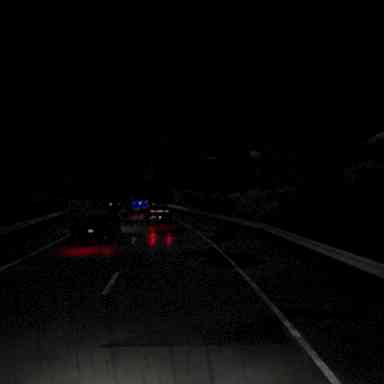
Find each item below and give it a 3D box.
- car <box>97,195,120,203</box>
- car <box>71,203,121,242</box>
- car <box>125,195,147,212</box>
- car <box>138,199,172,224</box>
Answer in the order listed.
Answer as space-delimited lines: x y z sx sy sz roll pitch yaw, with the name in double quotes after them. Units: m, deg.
-8.753 1.327 35.124 2.150 2.045 5.566 0 0 -17 "car"
-4.690 1.529 16.751 1.882 1.535 5.008 0 0 -7 "car"
-6.681 1.339 39.923 2.150 2.045 5.566 0 0 -19 "car"
-2.702 1.562 25.452 2.128 1.511 4.902 0 0 -12 "car"
